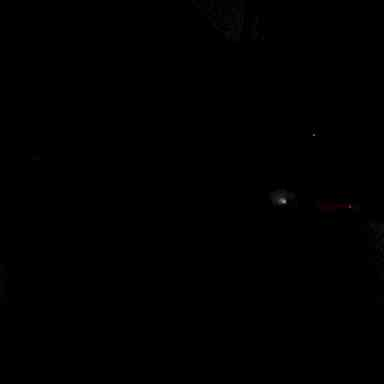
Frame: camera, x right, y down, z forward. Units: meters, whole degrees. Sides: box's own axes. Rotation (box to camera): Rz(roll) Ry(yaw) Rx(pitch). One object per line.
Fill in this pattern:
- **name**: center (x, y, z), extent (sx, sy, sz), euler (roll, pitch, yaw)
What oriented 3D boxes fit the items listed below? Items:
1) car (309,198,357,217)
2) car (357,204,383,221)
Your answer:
- **car**: center (13.616, 1.400, 31.999), extent (2.097, 1.767, 4.553), euler (1, 0, -36)
- **car**: center (15.457, 1.562, 24.374), extent (2.033, 1.411, 5.357), euler (1, 0, -36)
